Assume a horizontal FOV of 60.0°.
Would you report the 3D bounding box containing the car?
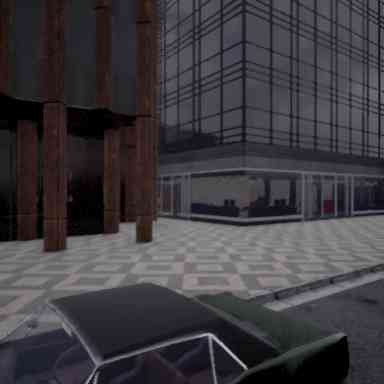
[{"bbox_3d":[-0.855,1.600,2.647,4.718,1.301,1.895,0,0,-36],"label":"car"}]
